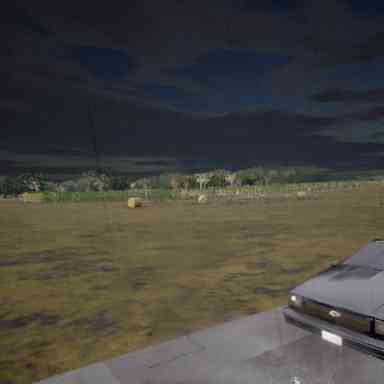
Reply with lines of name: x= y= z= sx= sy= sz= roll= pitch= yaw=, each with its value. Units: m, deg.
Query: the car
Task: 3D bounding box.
car: x=4.011 y=1.541 z=5.966 sx=5.357 sy=1.411 sz=2.033 roll=0 pitch=0 yaw=-36
